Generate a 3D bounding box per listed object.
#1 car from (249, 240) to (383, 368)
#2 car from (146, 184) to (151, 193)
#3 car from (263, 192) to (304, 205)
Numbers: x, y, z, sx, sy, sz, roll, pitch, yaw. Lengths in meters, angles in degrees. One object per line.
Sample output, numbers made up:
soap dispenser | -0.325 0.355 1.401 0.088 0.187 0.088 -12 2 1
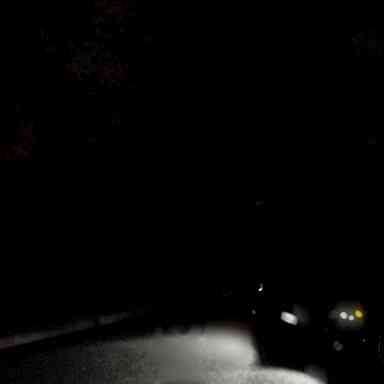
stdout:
car | 2.981 1.590 5.829 4.181 1.385 1.994 0 0 -36
car | -6.980 -0.676 53.635 1.882 1.535 5.008 2 2 -33
car | 9.603 0.719 34.989 1.812 1.442 4.674 2 2 -34
